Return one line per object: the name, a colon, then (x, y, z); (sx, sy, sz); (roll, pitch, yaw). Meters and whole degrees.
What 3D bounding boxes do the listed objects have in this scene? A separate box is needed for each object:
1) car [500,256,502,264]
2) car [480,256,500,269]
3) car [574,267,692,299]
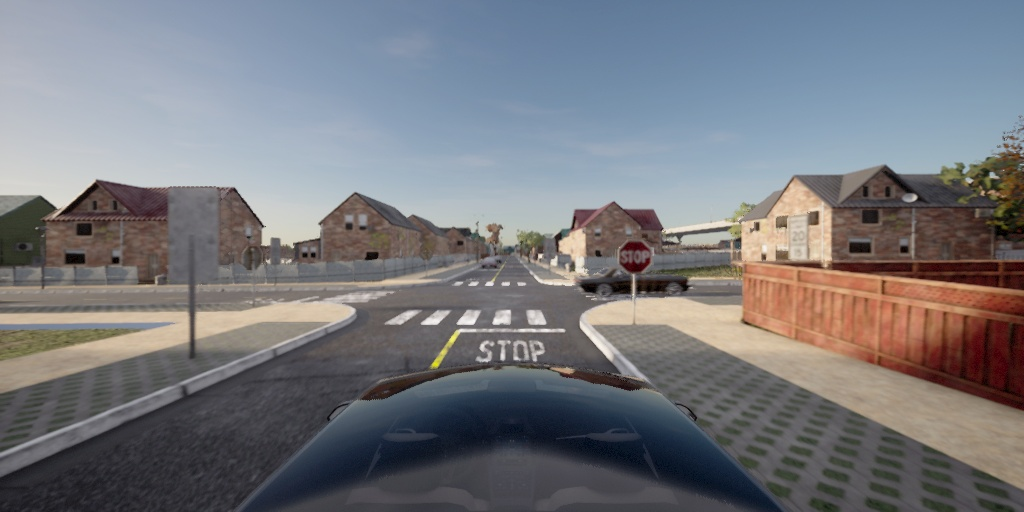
car: (-2.756, 0.655, 65.333); (1.882, 1.535, 5.008); (0, 0, 0)
car: (-2.838, 0.876, 45.390); (1.812, 1.442, 4.674); (0, 1, 0)
car: (5.207, 1.120, 15.774); (4.718, 1.301, 1.895); (-1, 0, 1)
